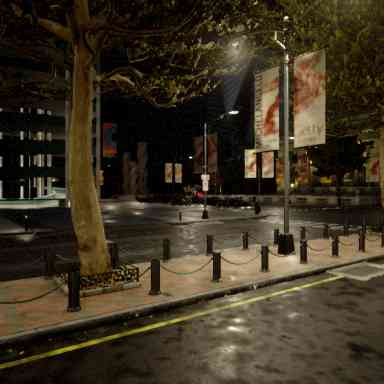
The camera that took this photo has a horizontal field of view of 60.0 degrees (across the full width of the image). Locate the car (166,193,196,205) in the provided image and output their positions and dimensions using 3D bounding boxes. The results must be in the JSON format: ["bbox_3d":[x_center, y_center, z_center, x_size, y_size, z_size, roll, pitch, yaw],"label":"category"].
[{"bbox_3d":[-1.913,1.352,57.747,2.097,1.767,4.553,0,0,-37],"label":"car"}]

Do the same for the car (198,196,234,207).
[{"bbox_3d":[3.522,1.478,50.230,1.882,1.535,5.008,0,0,-35],"label":"car"}]

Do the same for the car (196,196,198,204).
[{"bbox_3d":[1.006,1.526,59.710,1.812,1.442,4.674,0,0,-36],"label":"car"}]

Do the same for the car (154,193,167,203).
[{"bbox_3d":[-5.700,1.221,68.009,5.566,2.045,2.150,0,0,45],"label":"car"}]

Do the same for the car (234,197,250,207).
[{"bbox_3d":[6.582,1.547,51.978,2.033,1.411,5.357,0,0,-35],"label":"car"}]

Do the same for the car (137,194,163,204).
[{"bbox_3d":[-8.718,1.547,65.853,5.357,1.411,2.033,0,0,43],"label":"car"}]
